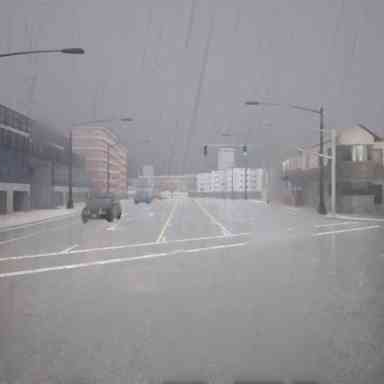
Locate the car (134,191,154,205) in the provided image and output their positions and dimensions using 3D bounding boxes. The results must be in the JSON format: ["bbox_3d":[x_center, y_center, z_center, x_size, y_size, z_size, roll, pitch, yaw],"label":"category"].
[{"bbox_3d":[-7.660,0.894,51.999,2.150,2.045,5.566,0,1,-1],"label":"car"}]

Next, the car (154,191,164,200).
[{"bbox_3d":[-8.306,0.871,77.117,2.150,2.045,5.566,0,-1,-1],"label":"car"}]

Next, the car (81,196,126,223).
[{"bbox_3d":[-7.004,1.326,26.336,2.150,2.045,5.566,0,0,-1],"label":"car"}]
